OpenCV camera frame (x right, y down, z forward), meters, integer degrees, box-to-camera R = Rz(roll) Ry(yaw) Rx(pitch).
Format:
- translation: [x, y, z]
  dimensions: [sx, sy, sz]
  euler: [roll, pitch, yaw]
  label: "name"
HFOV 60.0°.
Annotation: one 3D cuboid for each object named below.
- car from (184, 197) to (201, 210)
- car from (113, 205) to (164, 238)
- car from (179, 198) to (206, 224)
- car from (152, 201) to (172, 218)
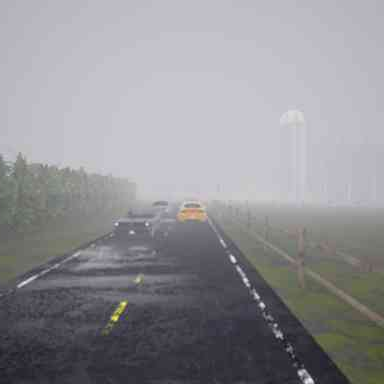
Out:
- translation: [0.021, 1.482, 43.320]
  dimensions: [2.128, 1.511, 4.902]
  euler: [0, 0, 0]
  label: "car"
- translation: [-2.804, 1.591, 17.772]
  dimensions: [1.895, 1.301, 4.718]
  euler: [0, 0, 1]
  label: "car"
- translation: [0.044, 1.467, 24.552]
  dimensions: [1.882, 1.535, 5.008]
  euler: [0, 0, 0]
  label: "car"
- translation: [-2.819, 1.515, 30.029]
  dimensions: [1.812, 1.442, 4.674]
  euler: [0, 0, 0]
  label: "car"
